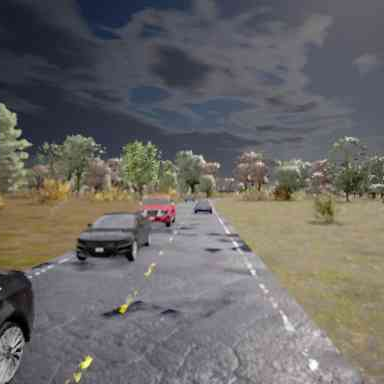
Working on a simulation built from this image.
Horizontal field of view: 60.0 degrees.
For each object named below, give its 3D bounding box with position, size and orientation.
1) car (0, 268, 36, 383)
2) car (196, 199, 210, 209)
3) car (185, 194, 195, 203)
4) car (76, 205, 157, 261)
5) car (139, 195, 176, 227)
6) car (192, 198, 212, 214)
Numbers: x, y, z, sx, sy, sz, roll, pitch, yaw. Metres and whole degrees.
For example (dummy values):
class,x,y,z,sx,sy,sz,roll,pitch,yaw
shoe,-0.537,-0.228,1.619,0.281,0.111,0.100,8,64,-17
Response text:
class,x,y,z,sx,sy,sz,roll,pitch,yaw
car,-3.059,1.474,2.509,2.128,1.511,4.902,0,0,2
car,1.643,1.759,48.870,1.895,1.301,4.718,0,0,2
car,-0.452,1.372,75.677,2.150,2.045,5.566,0,0,3
car,-2.731,1.494,12.594,1.882,1.535,5.008,0,0,2
car,-2.367,1.274,23.412,2.150,2.045,5.566,0,0,2
car,1.292,1.689,37.797,1.994,1.385,4.181,0,0,1
